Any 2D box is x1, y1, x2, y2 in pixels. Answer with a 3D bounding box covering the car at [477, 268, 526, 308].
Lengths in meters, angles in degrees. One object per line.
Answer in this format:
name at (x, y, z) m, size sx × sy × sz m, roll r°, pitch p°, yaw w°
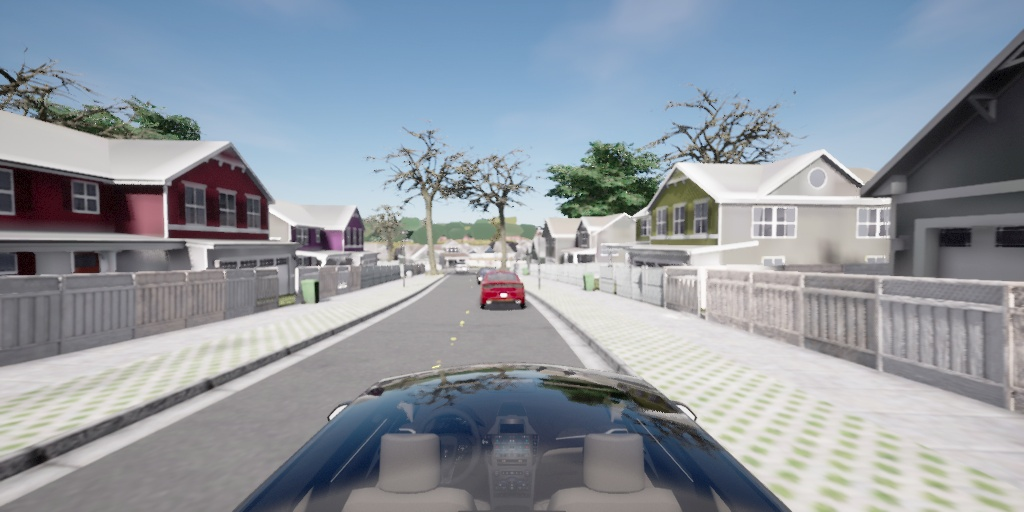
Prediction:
car at (-0.515, 1.406, 16.459) m, size 1.882 × 1.535 × 5.008 m, roll 0°, pitch -1°, yaw -4°
